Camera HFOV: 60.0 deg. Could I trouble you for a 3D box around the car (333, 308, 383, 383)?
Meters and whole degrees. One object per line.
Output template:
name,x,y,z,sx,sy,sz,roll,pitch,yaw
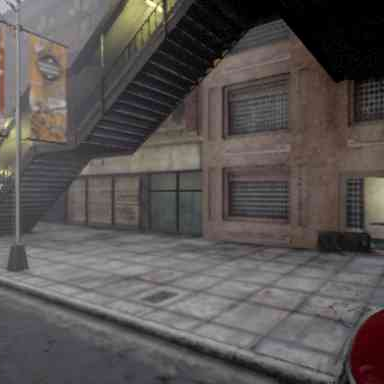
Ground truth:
car,3.329,1.229,0.946,5.566,2.045,2.435,0,0,35
